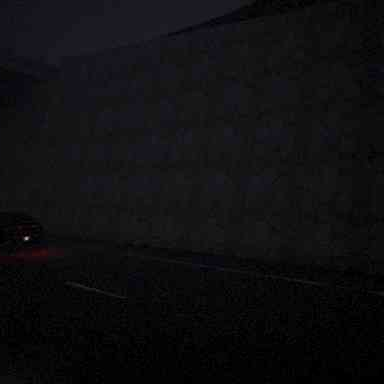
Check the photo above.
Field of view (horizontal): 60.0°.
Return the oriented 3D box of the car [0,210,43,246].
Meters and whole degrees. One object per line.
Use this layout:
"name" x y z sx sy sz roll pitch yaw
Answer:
"car" -8.269 1.514 14.066 4.892 1.490 1.837 0 0 35
